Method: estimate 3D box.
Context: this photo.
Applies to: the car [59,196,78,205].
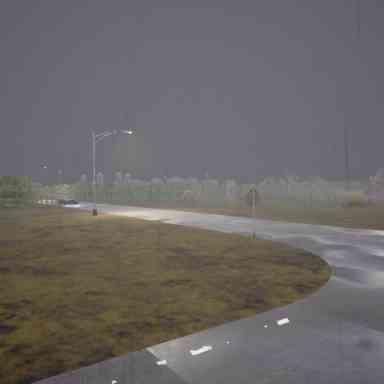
[{"bbox_3d":[-18.618,1.244,49.976,1.994,1.385,4.181,-1,1,-35],"label":"car"}]
